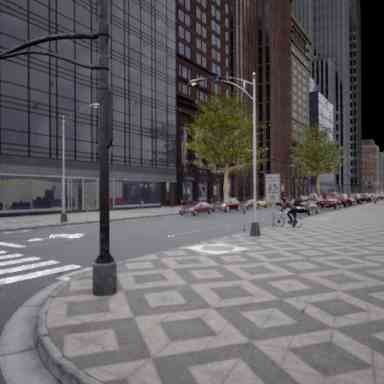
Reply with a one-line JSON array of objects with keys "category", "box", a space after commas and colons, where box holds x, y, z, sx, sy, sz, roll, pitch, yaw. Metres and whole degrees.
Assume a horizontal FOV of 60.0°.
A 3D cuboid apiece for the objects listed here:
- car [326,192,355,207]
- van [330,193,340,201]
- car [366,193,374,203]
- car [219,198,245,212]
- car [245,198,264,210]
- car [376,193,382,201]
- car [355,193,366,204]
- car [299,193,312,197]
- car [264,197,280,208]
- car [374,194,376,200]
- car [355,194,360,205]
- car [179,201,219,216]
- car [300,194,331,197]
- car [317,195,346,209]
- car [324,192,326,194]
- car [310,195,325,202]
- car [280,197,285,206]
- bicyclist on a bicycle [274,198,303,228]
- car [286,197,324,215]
[{"category": "car", "box": [20.293, 1.131, 45.442, 2.192, 1.841, 5.009, 0, 0, 35]}, {"category": "van", "box": [35.648, 1.176, 82.803, 1.690, 1.788, 3.998, -1, 0, 35]}, {"category": "car", "box": [33.078, 1.094, 64.024, 2.192, 1.841, 5.009, 0, 0, 35]}, {"category": "car", "box": [3.684, 1.357, 36.340, 1.967, 1.590, 4.097, 0, 0, 35]}, {"category": "car", "box": [6.882, 1.485, 40.986, 1.802, 1.307, 4.206, 0, 0, 35]}, {"category": "car", "box": [42.666, 1.353, 77.959, 1.802, 1.307, 4.206, -1, 0, 35]}, {"category": "car", "box": [26.685, 1.112, 54.732, 2.192, 1.841, 5.009, 0, 0, 35]}, {"category": "car", "box": [19.667, 1.406, 59.571, 1.887, 1.381, 4.507, 0, 0, 35]}, {"category": "car", "box": [9.982, 1.417, 45.492, 1.752, 1.417, 4.829, 0, 0, 35]}, {"category": "car", "box": [36.370, 1.297, 68.808, 1.752, 1.417, 4.829, 0, 0, 35]}, {"category": "car", "box": [23.490, 1.372, 50.086, 1.947, 1.339, 4.313, 0, 0, 35]}, {"category": "car", "box": [0.489, 1.515, 31.694, 1.802, 1.307, 4.206, 0, 0, 35]}, {"category": "car", "box": [16.527, 1.333, 44.502, 2.128, 1.511, 4.902, -1, 0, 35]}, {"category": "car", "box": [17.098, 1.372, 40.795, 1.887, 1.381, 4.507, 0, 0, 35]}, {"category": "car", "box": [22.214, 1.045, 52.768, 2.150, 2.045, 5.566, -1, 0, 35]}, {"category": "car", "box": [26.061, 1.408, 68.864, 1.947, 1.339, 4.313, 0, 0, 35]}, {"category": "car", "box": [13.275, 1.446, 50.279, 1.947, 1.339, 4.313, 0, 0, 35]}, {"category": "bicyclist on a bicycle", "box": [5.277, 1.174, 18.387, 1.656, 1.620, 0.582, -1, 0, 35]}, {"category": "car", "box": [10.706, 1.419, 31.504, 1.947, 1.339, 4.313, 0, 0, 35]}]
